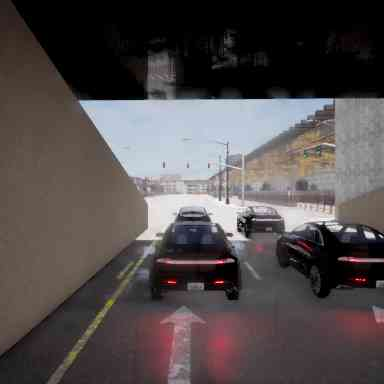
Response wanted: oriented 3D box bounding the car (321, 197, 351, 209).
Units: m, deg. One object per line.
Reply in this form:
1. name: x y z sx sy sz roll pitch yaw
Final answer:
1. car: 17.442 1.295 40.153 1.853 1.218 4.536 0 0 45

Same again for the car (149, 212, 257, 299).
1. car: 0.063 1.492 8.425 2.128 1.511 4.902 0 0 0

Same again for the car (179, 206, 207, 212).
1. car: 0.041 1.505 17.546 1.837 1.490 4.892 0 0 0

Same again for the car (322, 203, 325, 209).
1. car: 17.405 1.452 40.116 2.038 1.542 4.974 0 0 45

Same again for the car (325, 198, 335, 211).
1. car: 17.316 1.452 35.509 2.038 1.542 4.974 0 0 -35

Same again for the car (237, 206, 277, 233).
1. car: 3.539 1.491 17.721 2.128 1.511 4.902 0 0 0

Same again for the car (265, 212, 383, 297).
1. car: 3.559 1.492 8.588 2.128 1.511 4.902 0 0 0
